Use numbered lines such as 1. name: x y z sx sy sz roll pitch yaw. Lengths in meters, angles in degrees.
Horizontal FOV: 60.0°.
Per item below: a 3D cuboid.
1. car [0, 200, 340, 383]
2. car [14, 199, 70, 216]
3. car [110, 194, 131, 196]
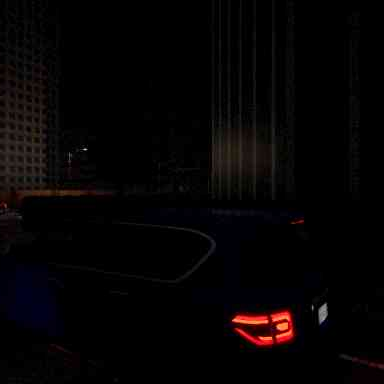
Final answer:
1. car: -0.958 1.221 4.671 5.566 2.045 2.150 0 0 35
2. car: -15.403 1.533 34.354 1.882 1.535 5.008 0 0 35
3. car: -7.680 1.276 38.860 2.150 2.045 5.566 0 0 35
